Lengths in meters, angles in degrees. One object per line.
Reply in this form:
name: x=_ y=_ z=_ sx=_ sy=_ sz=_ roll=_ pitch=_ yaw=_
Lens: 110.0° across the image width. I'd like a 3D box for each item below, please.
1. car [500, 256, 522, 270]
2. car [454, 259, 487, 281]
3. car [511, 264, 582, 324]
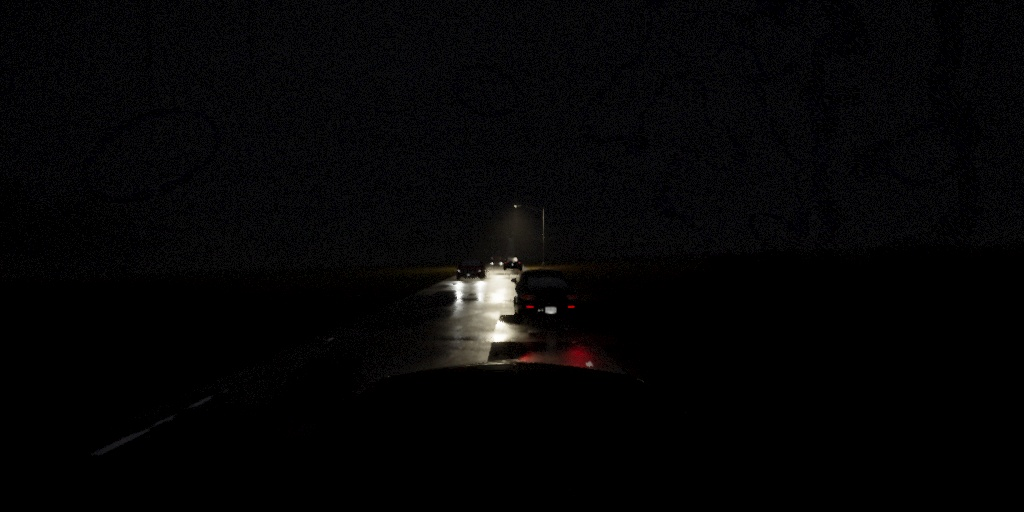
car: x=0.068 y=0.829 z=39.185 sx=1.994 sy=1.385 sz=4.181 roll=0 pitch=1 yaw=0
car: x=-2.849 y=0.937 z=25.802 sx=1.812 sy=1.442 sz=4.674 roll=0 pitch=1 yaw=0
car: x=0.962 y=1.135 z=11.162 sx=1.812 sy=1.442 sz=4.674 roll=0 pitch=1 yaw=0
